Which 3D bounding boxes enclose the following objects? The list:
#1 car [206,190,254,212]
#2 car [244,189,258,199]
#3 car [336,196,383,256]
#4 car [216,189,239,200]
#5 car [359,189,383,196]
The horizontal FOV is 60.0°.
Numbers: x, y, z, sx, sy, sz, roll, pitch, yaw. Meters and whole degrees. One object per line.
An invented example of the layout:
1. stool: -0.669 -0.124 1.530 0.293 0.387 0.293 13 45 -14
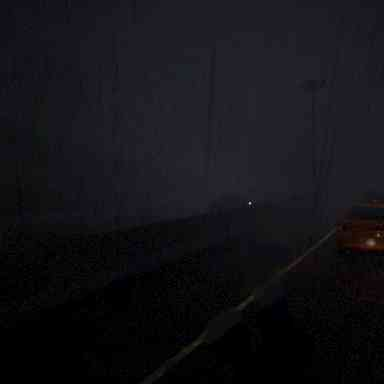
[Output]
1. car: 3.045 0.879 27.362 2.033 1.411 5.357 -1 1 28
2. car: 8.090 0.279 46.888 2.128 1.511 4.902 -1 1 22
3. car: 5.972 1.102 10.814 1.882 1.535 5.008 -1 1 31
4. car: 5.299 0.347 49.302 2.033 1.411 5.357 -1 1 21
5. car: 15.129 0.518 27.692 1.882 1.535 5.008 -1 1 26
